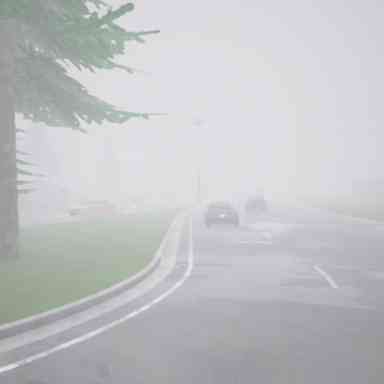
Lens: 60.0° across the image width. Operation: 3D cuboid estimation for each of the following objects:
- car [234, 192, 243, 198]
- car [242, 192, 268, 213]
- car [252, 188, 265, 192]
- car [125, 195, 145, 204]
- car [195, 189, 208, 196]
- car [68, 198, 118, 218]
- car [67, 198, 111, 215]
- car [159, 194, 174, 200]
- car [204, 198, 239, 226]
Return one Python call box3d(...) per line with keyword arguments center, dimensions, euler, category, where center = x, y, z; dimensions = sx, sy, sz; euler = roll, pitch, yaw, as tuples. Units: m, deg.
box3d(center=(8.996, 0.661, 63.016), dimensions=(2.128, 1.511, 4.902), euler=(-1, 0, 13), category="car")
box3d(center=(5.861, 1.075, 30.576), dimensions=(1.837, 1.490, 4.892), euler=(-1, 1, 7), category="car")
box3d(center=(12.817, 0.308, 64.088), dimensions=(2.150, 2.045, 5.566), euler=(-1, 1, 13), category="car")
box3d(center=(-8.923, 1.151, 52.439), dimensions=(1.812, 1.442, 4.674), euler=(-1, 1, 13), category="car")
box3d(center=(2.055, 0.182, 69.130), dimensions=(2.150, 2.045, 5.566), euler=(-1, 1, 13), category="car")
box3d(center=(-8.628, 1.340, 29.253), dimensions=(1.882, 1.535, 5.008), euler=(-1, 1, 26), category="car")
box3d(center=(-10.358, 1.412, 33.713), dimensions=(1.994, 1.385, 4.181), euler=(-1, 1, 22), category="car")
box3d(center=(-5.285, 1.005, 68.342), dimensions=(1.895, 1.301, 4.718), euler=(-1, 1, 13), category="car")
box3d(center=(1.783, 1.311, 21.147), dimensions=(1.994, 1.385, 4.181), euler=(-1, 1, 0), category="car")
